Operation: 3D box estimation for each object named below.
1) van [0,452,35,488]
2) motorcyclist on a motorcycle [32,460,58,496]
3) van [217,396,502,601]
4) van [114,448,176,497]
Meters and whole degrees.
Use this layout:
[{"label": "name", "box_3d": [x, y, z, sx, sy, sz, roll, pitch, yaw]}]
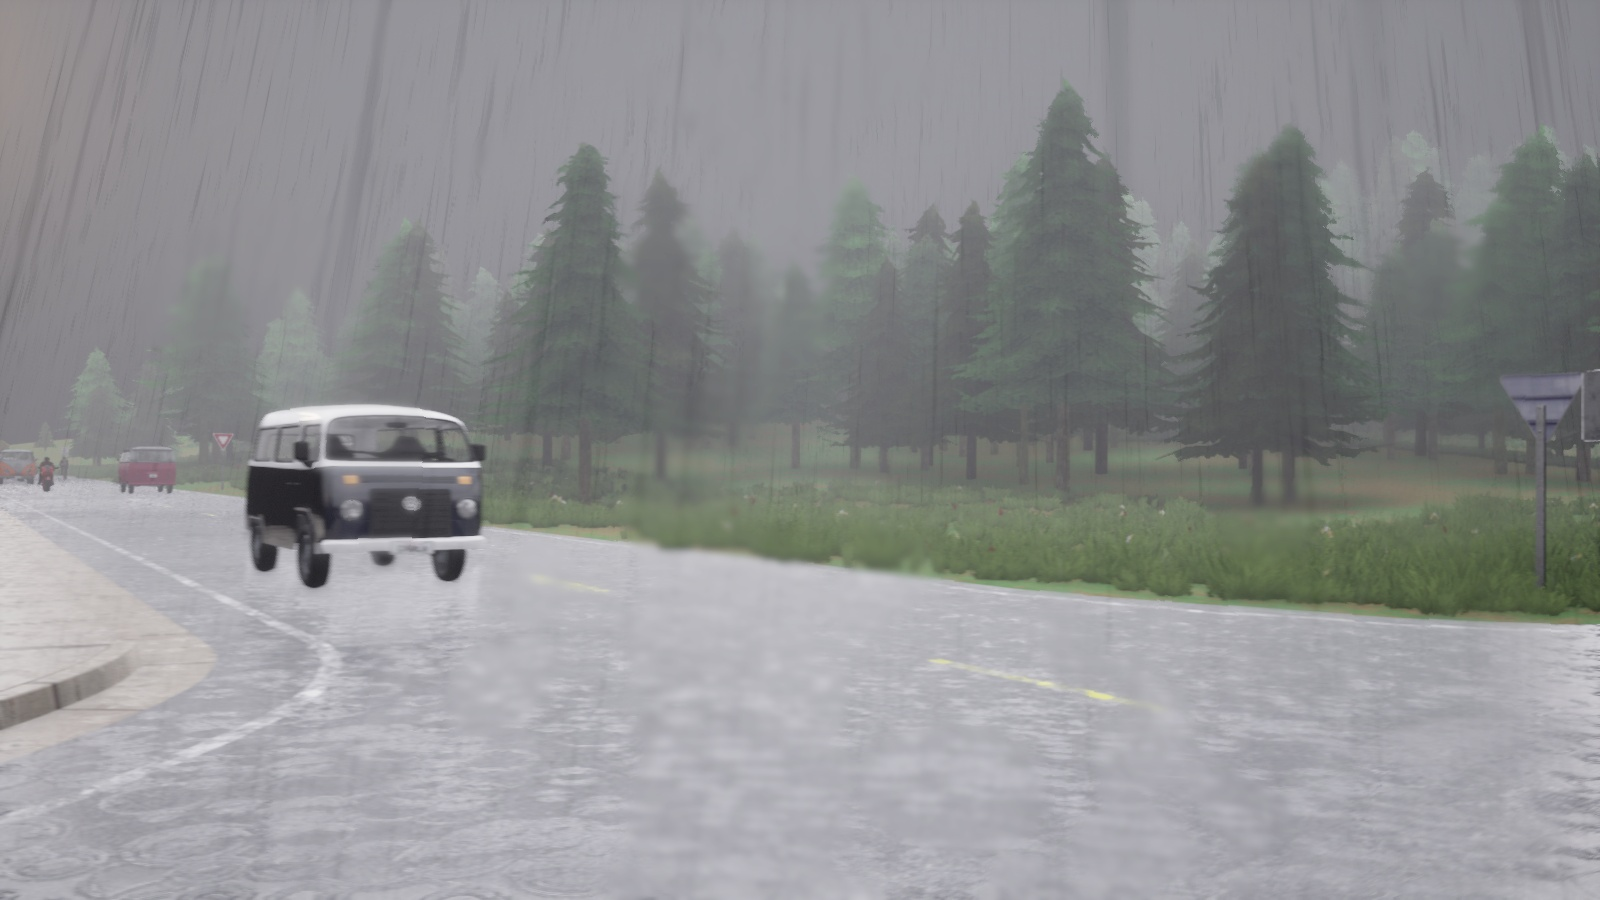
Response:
[{"label": "van", "box_3d": [-45.188, 1.140, 72.241, 1.775, 1.987, 4.442, 1, -1, -35]}, {"label": "motorcyclist on a motorcycle", "box_3d": [-32.262, 1.176, 53.628, 0.797, 1.523, 2.044, 0, -1, -35]}, {"label": "van", "box_3d": [-5.377, 0.507, 14.921, 2.069, 2.038, 4.480, 1, -1, -35]}, {"label": "van", "box_3d": [-28.034, 0.947, 53.678, 1.775, 1.987, 4.442, 1, -1, -35]}]
